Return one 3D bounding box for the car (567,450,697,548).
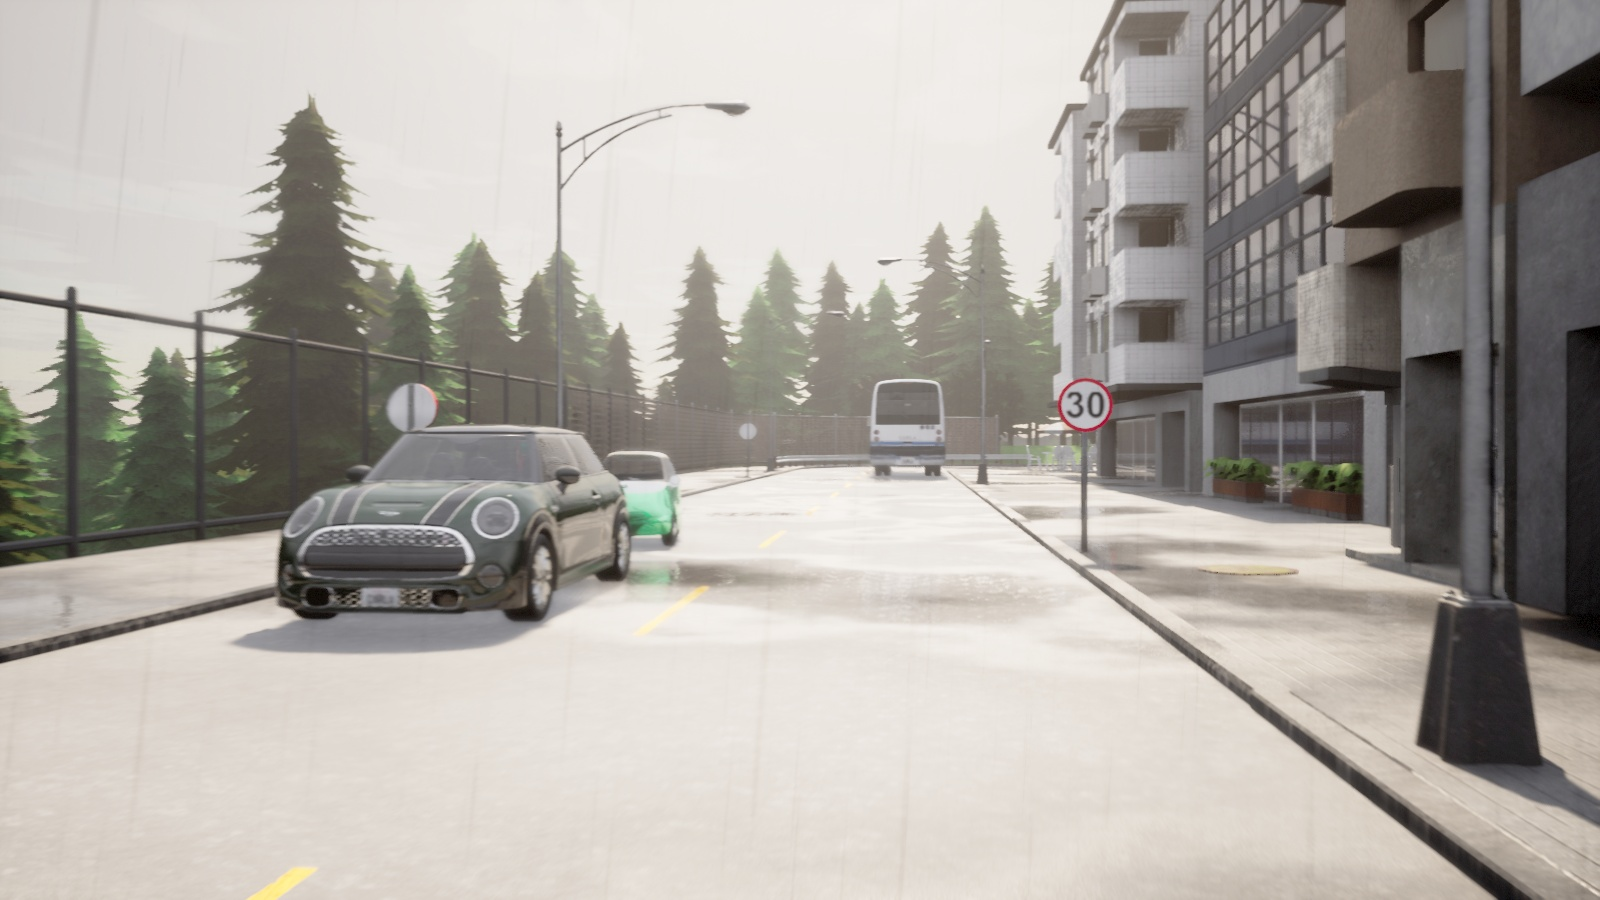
[{"bbox_3d":[-2.469,0.692,18.858,1.481,1.376,2.207,0,0,5],"label":"car"}]

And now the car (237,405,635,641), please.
[{"bbox_3d":[-3.070,0.535,11.790,2.097,1.767,4.553,0,0,5],"label":"car"}]

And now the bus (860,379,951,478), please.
[{"bbox_3d":[5.004,-0.958,59.472,3.944,4.253,10.273,0,0,5],"label":"bus"}]
